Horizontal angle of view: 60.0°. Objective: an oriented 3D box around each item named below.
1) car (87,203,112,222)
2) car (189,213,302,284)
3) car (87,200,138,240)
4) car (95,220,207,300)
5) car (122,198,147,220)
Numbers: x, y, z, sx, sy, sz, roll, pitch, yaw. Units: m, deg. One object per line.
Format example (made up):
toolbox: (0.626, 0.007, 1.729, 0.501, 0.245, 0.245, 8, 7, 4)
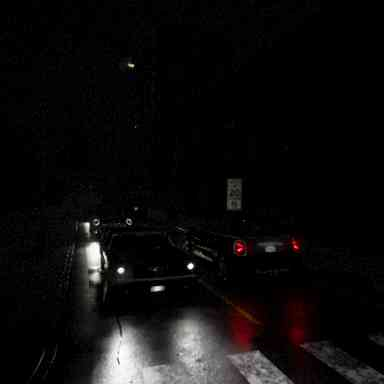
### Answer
car: (-8.527, 1.803, 30.401, 1.882, 1.535, 5.008, 1, -1, -18)
car: (1.260, 1.450, 10.211, 2.097, 1.767, 4.553, 1, -1, -18)
car: (-4.492, 1.509, 18.196, 2.097, 1.767, 4.553, 1, -1, -18)
car: (-1.391, 1.655, 8.802, 1.895, 1.301, 4.718, 1, -1, -18)
car: (-5.666, 1.584, 31.111, 2.150, 2.045, 5.566, 1, -1, -18)
